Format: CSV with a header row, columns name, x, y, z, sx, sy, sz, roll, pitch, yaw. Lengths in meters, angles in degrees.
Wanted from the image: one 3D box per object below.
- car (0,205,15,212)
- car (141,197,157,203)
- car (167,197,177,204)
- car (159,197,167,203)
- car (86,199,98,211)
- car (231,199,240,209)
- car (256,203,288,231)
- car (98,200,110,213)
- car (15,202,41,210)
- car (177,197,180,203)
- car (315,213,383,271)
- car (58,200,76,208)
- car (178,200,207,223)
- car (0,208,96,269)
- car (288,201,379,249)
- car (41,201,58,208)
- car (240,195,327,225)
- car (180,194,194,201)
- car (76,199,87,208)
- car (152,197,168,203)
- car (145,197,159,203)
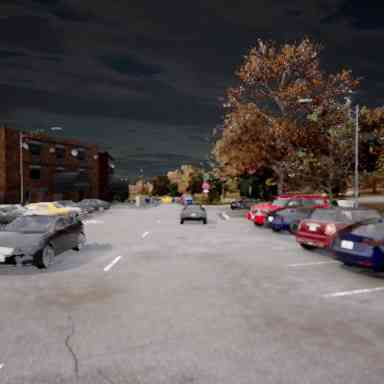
name,x,y,z,sx,sy,sz,roll,pitch,yaw
car,-11.388,1.522,15.751,4.792,1.488,2.163,-1,0,-20
car,-11.945,2.201,91.782,2.097,1.535,5.008,-1,0,-41
car,-3.468,1.897,77.158,2.231,1.521,4.892,0,0,-18
car,-5.674,1.982,82.456,2.097,1.535,5.008,-1,-1,-27
car,-11.423,1.511,30.409,4.892,1.521,2.231,-1,0,-20
car,6.951,1.412,41.752,4.181,1.385,1.994,-3,1,-25
car,6.424,1.526,18.704,4.792,1.488,2.163,1,0,-20
car,-11.412,1.518,36.272,4.892,1.521,2.231,-1,0,-20
car,-11.426,1.497,18.677,4.892,1.521,2.231,-1,0,-20
car,-1.013,1.466,65.998,2.435,2.045,5.566,0,-1,-7
car,6.425,1.517,9.869,4.792,1.488,2.163,1,0,-20
car,-11.587,1.502,24.472,5.366,1.575,1.946,-1,0,-20
car,0.102,1.581,25.390,1.994,1.385,4.181,0,0,0
car,-5.096,1.493,11.203,2.128,1.511,4.902,0,0,0
car,6.372,1.363,12.792,4.553,1.767,2.185,1,0,-20
car,-11.418,1.540,21.607,4.674,1.452,2.002,-1,0,-20
car,6.376,1.248,21.622,5.566,2.045,2.435,1,0,-20
car,-0.652,1.640,60.011,2.097,1.535,5.008,0,-1,-1
car,-11.418,1.547,27.476,4.674,1.452,2.002,-1,0,-20
car,-8.426,2.061,87.327,2.231,1.521,4.892,-1,-1,-35
car,-9.860,2.110,82.888,1.994,1.385,4.181,-1,-1,-29
